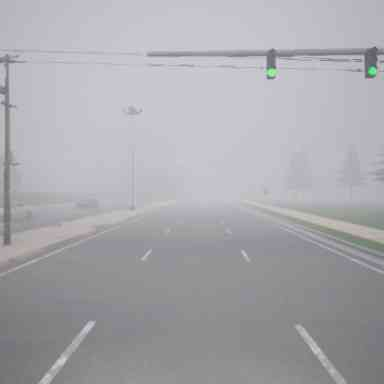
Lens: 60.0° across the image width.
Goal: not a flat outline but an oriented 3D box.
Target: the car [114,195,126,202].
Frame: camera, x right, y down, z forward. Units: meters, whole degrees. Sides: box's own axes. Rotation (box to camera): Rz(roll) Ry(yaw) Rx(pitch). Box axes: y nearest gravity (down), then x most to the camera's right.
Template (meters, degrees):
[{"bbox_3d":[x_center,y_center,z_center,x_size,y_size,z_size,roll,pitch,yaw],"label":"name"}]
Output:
[{"bbox_3d":[-16.002,1.508,74.030,1.812,1.442,4.674,0,0,2],"label":"car"}]

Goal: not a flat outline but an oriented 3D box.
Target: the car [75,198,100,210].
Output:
[{"bbox_3d":[-13.686,1.470,43.758,1.882,1.535,5.008,0,0,3],"label":"car"}]

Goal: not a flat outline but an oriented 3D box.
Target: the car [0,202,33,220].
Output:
[{"bbox_3d":[-14.434,1.516,26.394,1.812,1.442,4.674,0,0,2],"label":"car"}]
